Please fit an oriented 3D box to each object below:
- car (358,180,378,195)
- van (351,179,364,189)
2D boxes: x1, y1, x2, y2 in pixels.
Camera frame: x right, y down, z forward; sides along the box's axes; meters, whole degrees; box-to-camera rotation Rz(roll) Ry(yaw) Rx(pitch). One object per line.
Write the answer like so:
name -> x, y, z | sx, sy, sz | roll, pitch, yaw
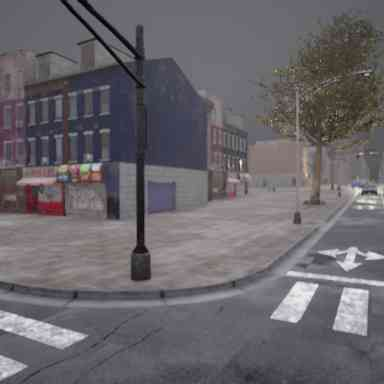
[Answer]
car -> 23.234, -0.386, 43.498 | 2.033, 1.411, 5.357 | 0, 4, 29
van -> 32.339, -1.592, 65.431 | 1.690, 1.788, 3.998 | 2, 3, 29
